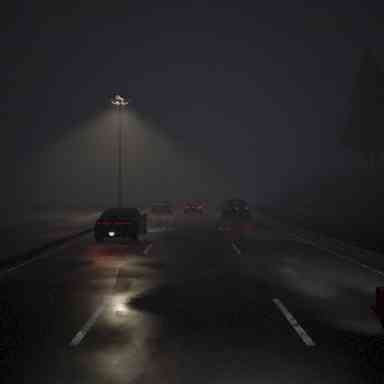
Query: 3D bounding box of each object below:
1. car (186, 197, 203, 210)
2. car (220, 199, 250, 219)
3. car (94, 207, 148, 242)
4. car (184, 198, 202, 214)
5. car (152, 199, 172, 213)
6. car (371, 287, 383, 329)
[{"bbox_3d":[0.372,1.492,44.591,2.128,1.511,4.902,0,0,3],"label":"car"},{"bbox_3d":[3.603,1.352,28.747,2.097,1.767,4.553,0,0,0],"label":"car"},{"bbox_3d":[-3.398,1.505,16.489,1.837,1.490,4.892,0,0,0],"label":"car"},{"bbox_3d":[0.111,1.547,34.842,2.033,1.411,5.357,0,0,0],"label":"car"},{"bbox_3d":[-3.363,1.492,37.306,2.128,1.511,4.902,0,0,1],"label":"car"},{"bbox_3d":[3.598,1.601,2.833,1.895,1.301,4.718,0,0,0],"label":"car"}]
